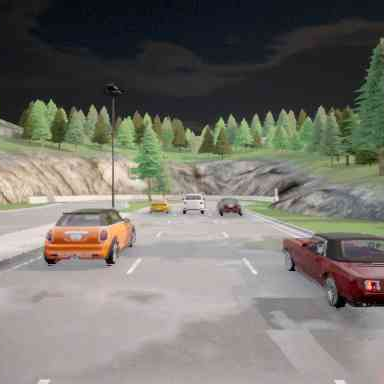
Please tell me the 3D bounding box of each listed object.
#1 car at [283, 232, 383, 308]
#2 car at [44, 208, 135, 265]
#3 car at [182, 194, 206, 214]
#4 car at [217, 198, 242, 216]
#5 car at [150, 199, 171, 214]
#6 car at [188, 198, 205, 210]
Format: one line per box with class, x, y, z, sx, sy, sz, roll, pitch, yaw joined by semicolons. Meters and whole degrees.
car;3.603;1.601;7.829;1.895;1.301;4.718;0;0;0
car;-3.395;1.352;11.884;2.097;1.767;4.553;0;0;0
car;0.153;1.221;35.251;2.150;2.045;5.566;0;0;0
car;3.629;1.352;33.047;2.097;1.767;4.553;0;0;0
car;-3.340;1.477;35.834;1.882;1.535;5.008;0;0;1
car;0.668;1.564;44.599;1.994;1.385;4.181;0;0;6
